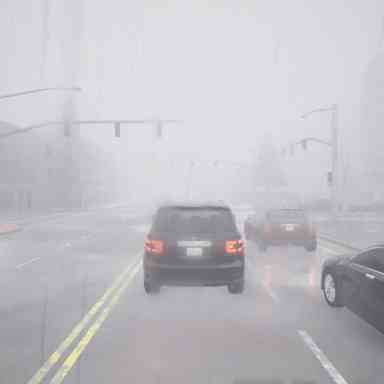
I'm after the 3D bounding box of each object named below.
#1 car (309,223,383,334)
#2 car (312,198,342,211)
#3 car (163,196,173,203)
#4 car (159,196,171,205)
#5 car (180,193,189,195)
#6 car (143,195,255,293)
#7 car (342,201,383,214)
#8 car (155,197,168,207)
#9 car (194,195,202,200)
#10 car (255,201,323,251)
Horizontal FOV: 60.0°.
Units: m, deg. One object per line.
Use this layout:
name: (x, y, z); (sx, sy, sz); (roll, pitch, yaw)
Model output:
car: (3.608, 1.505, 5.065); (1.837, 1.490, 4.892); (0, 0, 0)
car: (14.443, 1.505, 37.545); (4.892, 1.490, 1.837); (0, 0, -2)
car: (-5.065, 1.552, 71.198); (1.994, 1.385, 4.181); (0, 0, -1)
car: (-4.892, 1.477, 61.317); (1.882, 1.535, 5.008); (0, 0, -1)
car: (-1.779, 1.496, 80.204); (1.837, 1.490, 4.892); (0, 0, -1)
car: (0.055, 1.221, 8.969); (2.150, 2.045, 5.566); (0, 0, 0)
car: (18.492, 1.601, 34.152); (4.718, 1.301, 1.895); (0, 0, -2)
car: (-4.694, 1.526, 51.927); (1.812, 1.442, 4.674); (0, 0, -1)
car: (1.479, 1.552, 90.349); (1.994, 1.385, 4.181); (0, 0, -1)
car: (3.537, 1.352, 14.147); (2.097, 1.767, 4.553); (0, 0, 0)
